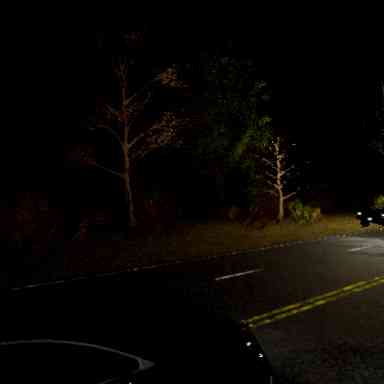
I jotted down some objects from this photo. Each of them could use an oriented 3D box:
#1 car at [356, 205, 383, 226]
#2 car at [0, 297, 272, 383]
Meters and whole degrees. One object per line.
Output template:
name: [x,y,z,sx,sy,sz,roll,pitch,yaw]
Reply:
car: [12.263,1.540,20.372,5.357,1.411,2.033,11,-7,-35]
car: [-1.524,1.591,2.397,4.892,1.490,1.837,-4,-2,-35]
